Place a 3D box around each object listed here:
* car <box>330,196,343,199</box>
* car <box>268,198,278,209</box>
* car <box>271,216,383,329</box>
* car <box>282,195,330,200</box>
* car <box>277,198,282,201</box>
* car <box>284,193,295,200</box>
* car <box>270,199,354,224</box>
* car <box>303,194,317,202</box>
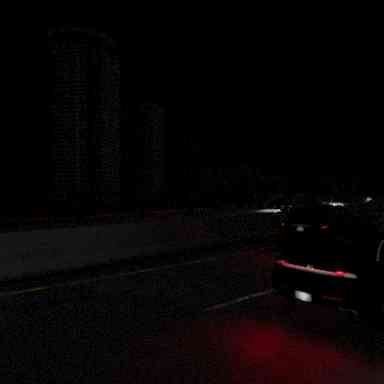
[{"bbox_3d":[27.934,1.404,64.621,1.895,1.301,4.718,0,0,15],"label":"car"},{"bbox_3d":[11.348,1.460,42.722,2.033,1.411,5.357,0,0,30],"label":"car"},{"bbox_3d":[3.683,1.469,6.953,4.902,1.511,2.128,0,0,-39],"label":"car"},{"bbox_3d":[9.817,1.282,28.396,2.097,1.767,4.553,0,0,38],"label":"car"},{"bbox_3d":[11.249,1.443,36.165,1.812,1.442,4.674,0,0,34],"label":"car"},{"bbox_3d":[24.072,1.070,82.019,2.128,1.511,4.902,0,0,10],"label":"car"},{"bbox_3d":[5.381,1.316,13.116,4.553,1.767,2.097,0,0,-42],"label":"car"},{"bbox_3d":[26.229,1.311,73.833,2.128,1.511,4.902,0,0,10],"label":"car"}]
